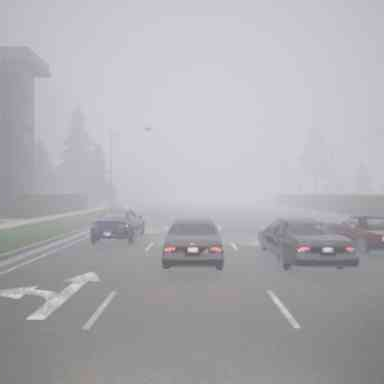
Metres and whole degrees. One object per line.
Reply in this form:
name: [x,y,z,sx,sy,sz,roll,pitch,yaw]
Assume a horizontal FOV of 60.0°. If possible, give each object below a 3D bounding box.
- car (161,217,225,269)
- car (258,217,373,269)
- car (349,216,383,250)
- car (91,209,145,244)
car: [0.045,1.548,11.138,2.033,1.411,5.357,0,0,0]
car: [3.548,1.548,11.132,2.033,1.411,5.357,0,0,1]
car: [7.064,1.602,13.413,1.895,1.301,4.718,0,0,0]
car: [-3.422,1.526,15.823,1.812,1.442,4.674,0,0,0]
